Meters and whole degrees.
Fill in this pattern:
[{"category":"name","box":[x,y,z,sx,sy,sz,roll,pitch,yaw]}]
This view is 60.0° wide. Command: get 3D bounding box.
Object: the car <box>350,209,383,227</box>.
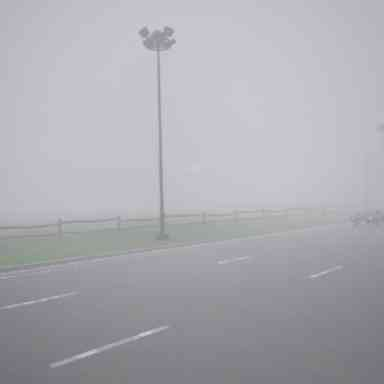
[{"category":"car","box":[14.579,2.029,26.754,4.718,1.301,1.895,0,-2,-42]}]
